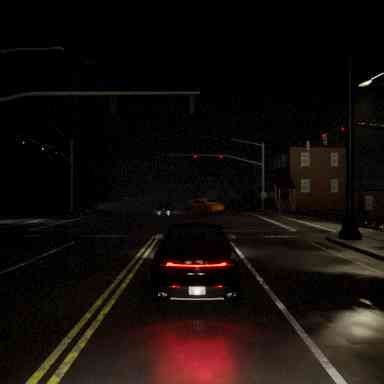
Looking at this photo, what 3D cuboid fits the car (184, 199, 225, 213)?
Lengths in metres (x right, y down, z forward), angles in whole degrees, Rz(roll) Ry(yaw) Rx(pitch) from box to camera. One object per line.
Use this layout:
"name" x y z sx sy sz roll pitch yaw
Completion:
"car" 1.165 1.398 33.253 1.882 1.535 5.008 -2 1 -37

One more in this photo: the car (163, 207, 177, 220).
"car" -3.674 3.615 55.725 2.033 1.411 5.357 0 -12 0

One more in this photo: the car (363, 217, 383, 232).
"car" 17.499 2.815 28.801 4.892 1.490 1.837 9 0 0

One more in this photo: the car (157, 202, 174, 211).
"car" -3.662 2.056 45.623 2.033 1.411 5.357 0 -4 0

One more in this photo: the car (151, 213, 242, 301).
"car" 0.088 1.505 8.325 1.837 1.490 4.892 0 0 0
